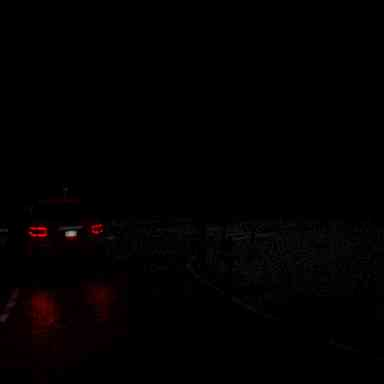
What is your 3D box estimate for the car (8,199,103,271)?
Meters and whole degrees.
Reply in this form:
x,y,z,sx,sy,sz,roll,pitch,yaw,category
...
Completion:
x,y,z,sx,sy,sz,roll,pitch,yaw,category
-4.775,1.233,11.322,2.150,2.045,5.566,1,0,-33,car
